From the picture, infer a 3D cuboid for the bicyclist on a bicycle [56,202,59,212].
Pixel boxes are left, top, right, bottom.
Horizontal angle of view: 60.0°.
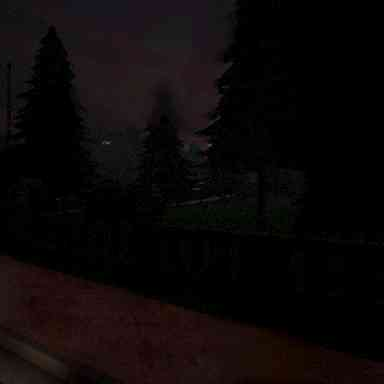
[{"bbox_3d":[-14.406,1.299,34.731,1.656,1.620,0.582,0,0,36],"label":"bicyclist on a bicycle"}]
